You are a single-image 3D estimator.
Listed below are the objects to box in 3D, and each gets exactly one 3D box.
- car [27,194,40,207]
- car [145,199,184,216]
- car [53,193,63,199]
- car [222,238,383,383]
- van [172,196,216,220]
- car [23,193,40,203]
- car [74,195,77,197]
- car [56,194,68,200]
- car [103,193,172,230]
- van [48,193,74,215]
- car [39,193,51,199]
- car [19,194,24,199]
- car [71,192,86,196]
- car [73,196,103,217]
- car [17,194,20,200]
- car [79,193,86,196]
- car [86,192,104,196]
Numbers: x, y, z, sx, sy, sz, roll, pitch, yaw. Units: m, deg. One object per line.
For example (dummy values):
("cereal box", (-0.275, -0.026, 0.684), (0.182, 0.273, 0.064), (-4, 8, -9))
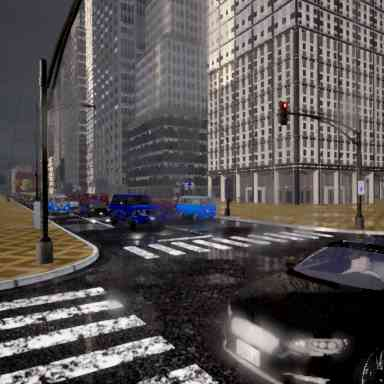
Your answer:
("car", (-21.148, 1.365, 45.826), (1.947, 1.339, 4.313), (0, 0, -31))
("car", (-2.642, 1.382, 31.029), (1.887, 1.381, 4.507), (0, 0, -31))
("car", (-33.748, 1.068, 83.617), (1.752, 1.417, 4.829), (0, 0, -31))
("car", (2.693, 1.503, 4.951), (4.902, 1.511, 2.128), (0, 0, -32))
("van", (0.253, 1.203, 26.306), (1.690, 1.788, 3.998), (0, 0, -31))
("car", (-23.966, 1.323, 50.594), (2.008, 1.369, 4.403), (0, 0, -31))
("car", (-15.148, 1.414, 40.793), (1.895, 1.301, 4.718), (-1, 1, -30))
("car", (-30.843, 1.121, 78.702), (2.008, 1.369, 4.403), (0, 0, -31))
("car", (-3.648, 1.142, 21.292), (2.150, 2.045, 5.566), (-1, 1, -31))
("van", (-12.693, 1.219, 31.519), (1.690, 1.788, 3.998), (0, 0, -31))
("car", (-37.387, 1.070, 84.481), (2.128, 1.511, 4.902), (-1, 1, -31))
("car", (-29.602, 1.300, 60.133), (1.802, 1.307, 4.206), (0, 0, -31))
("car", (-19.571, 0.994, 59.626), (2.192, 1.841, 5.009), (0, 0, -31))
("car", (-9.036, 1.418, 30.415), (2.033, 1.411, 5.357), (-1, 1, -31))
("car", (-40.876, 1.192, 79.207), (1.802, 1.307, 4.206), (0, 0, -31))
("car", (-16.752, 1.250, 54.858), (1.887, 1.381, 4.507), (0, 0, -31))
("car", (-13.934, 1.047, 50.088), (2.192, 1.841, 5.009), (0, 0, -31))
